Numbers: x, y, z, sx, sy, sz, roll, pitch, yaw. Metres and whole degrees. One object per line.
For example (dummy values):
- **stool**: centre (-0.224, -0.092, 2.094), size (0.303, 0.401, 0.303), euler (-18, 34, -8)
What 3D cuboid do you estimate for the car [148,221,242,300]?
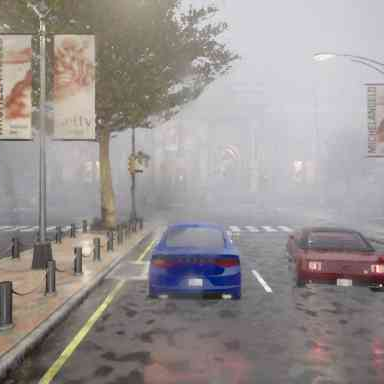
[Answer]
- **car**: centre (0.071, 1.478, 8.470), size (1.882, 1.535, 5.008), euler (0, 0, 0)

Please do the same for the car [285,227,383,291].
- **car**: centre (3.677, 1.601, 9.097), size (1.895, 1.301, 4.718), euler (0, 0, 13)
